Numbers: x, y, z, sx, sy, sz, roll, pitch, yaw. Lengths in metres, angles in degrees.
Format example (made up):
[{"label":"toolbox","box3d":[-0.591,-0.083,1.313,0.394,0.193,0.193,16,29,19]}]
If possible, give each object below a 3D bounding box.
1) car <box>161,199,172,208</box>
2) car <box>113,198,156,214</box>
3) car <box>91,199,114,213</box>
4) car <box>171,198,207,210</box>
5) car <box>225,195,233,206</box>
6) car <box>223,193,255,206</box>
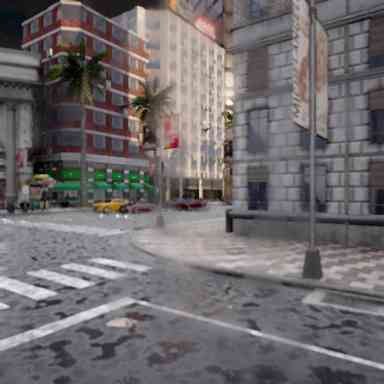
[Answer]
[{"label":"car","box3d":[-2.008,1.541,46.177,2.033,1.411,5.357,0,0,37]},{"label":"car","box3d":[-5.769,1.558,35.150,1.994,1.385,4.181,0,0,36]},{"label":"car","box3d":[-8.791,1.471,36.952,1.882,1.535,5.008,0,0,36]},{"label":"car","box3d":[-0.116,1.595,42.807,1.895,1.301,4.718,0,0,37]},{"label":"car","box3d":[7.570,1.595,51.900,4.718,1.301,1.895,0,0,-43]},{"label":"car","box3d":[8.075,1.212,56.995,5.566,2.045,2.150,-1,0,-39]}]
